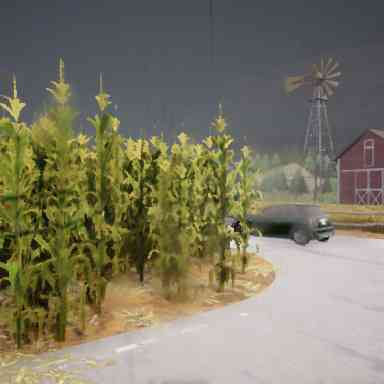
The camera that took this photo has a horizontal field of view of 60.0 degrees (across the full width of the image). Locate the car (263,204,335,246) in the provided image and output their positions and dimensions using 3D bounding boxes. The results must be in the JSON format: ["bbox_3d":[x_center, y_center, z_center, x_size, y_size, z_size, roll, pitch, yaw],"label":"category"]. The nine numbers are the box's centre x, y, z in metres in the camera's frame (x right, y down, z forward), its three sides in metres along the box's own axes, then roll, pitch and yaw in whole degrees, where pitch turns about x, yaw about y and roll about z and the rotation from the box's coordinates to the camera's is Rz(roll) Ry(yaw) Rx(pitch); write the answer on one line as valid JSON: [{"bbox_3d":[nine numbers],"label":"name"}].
[{"bbox_3d":[4.155,1.351,15.677,2.097,1.767,4.553,0,-1,-43],"label":"car"}]
